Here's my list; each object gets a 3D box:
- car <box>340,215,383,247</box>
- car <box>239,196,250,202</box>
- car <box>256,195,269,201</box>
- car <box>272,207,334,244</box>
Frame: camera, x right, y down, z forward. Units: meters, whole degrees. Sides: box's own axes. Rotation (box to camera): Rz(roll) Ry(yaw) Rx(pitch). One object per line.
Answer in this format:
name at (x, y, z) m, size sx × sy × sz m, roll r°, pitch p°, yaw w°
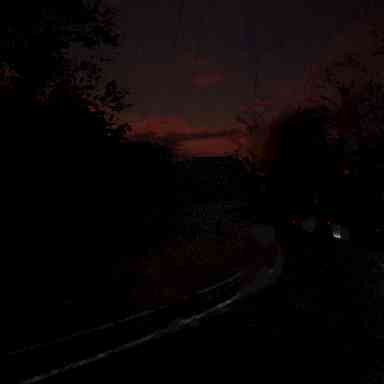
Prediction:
car at (8.839, 1.805, 16.264) m, size 1.994 × 1.385 × 4.181 m, roll 0°, pitch -1°, yaw 5°
car at (13.856, 1.801, 87.593) m, size 1.882 × 1.535 × 5.008 m, roll 0°, pitch 0°, yaw 25°
car at (18.800, 1.738, 90.571) m, size 1.837 × 1.490 × 4.892 m, roll 0°, pitch 0°, yaw 25°
car at (5.657, 1.614, 17.498) m, size 2.097 × 1.767 × 4.553 m, roll 0°, pitch -1°, yaw 3°
